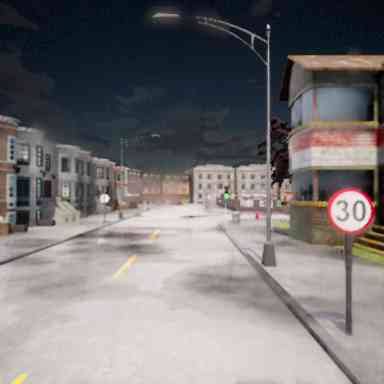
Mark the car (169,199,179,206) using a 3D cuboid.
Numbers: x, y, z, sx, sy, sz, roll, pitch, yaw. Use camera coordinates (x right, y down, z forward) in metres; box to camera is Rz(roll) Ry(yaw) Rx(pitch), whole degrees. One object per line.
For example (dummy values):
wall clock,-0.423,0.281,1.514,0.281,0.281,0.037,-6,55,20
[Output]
car,-4.075,2.383,75.045,2.097,1.767,4.553,0,-1,0
